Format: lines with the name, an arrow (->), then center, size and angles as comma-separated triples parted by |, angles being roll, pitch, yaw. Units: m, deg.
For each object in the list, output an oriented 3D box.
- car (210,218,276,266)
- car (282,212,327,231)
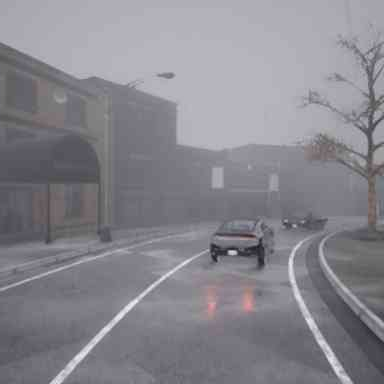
car -> 2.061, 1.736, 12.701 | 2.128, 1.511, 4.902 | 0, -1, 19
car -> 8.608, 2.158, 25.097 | 1.895, 1.301, 4.718 | 0, -1, 39
